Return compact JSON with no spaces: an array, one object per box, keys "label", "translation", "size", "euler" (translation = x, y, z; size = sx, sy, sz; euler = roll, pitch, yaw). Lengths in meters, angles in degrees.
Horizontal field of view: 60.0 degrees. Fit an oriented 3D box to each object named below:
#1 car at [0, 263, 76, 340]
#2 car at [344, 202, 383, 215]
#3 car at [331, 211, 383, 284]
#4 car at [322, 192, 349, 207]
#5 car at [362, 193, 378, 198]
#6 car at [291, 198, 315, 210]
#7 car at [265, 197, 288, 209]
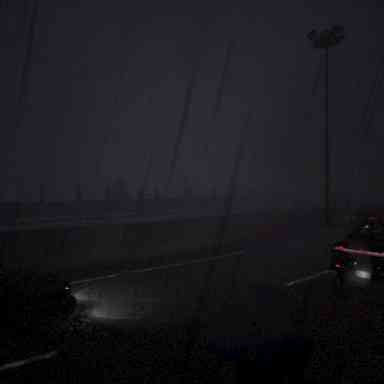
[{"label":"car","translation":[-4.619,1.572,4.816],"size":[5.357,1.411,2.033],"euler":[-1,0,-36]},{"label":"car","translation":[9.998,1.395,17.658],"size":[1.837,1.490,4.892],"euler":[0,0,44]},{"label":"car","translation":[5.301,1.437,8.328],"size":[4.902,1.511,2.128],"euler":[-1,0,-41]},{"label":"car","translation":[16.228,1.021,37.369],"size":[2.150,2.045,5.566],"euler":[0,1,32]},{"label":"car","translation":[44.705,0.937,83.885],"size":[1.895,1.301,4.718],"euler":[0,0,1]},{"label":"car","translation":[13.128,1.385,39.087],"size":[1.994,1.385,4.181],"euler":[0,0,32]},{"label":"car","translation":[10.719,1.325,41.824],"size":[2.128,1.511,4.902],"euler":[0,0,31]}]
